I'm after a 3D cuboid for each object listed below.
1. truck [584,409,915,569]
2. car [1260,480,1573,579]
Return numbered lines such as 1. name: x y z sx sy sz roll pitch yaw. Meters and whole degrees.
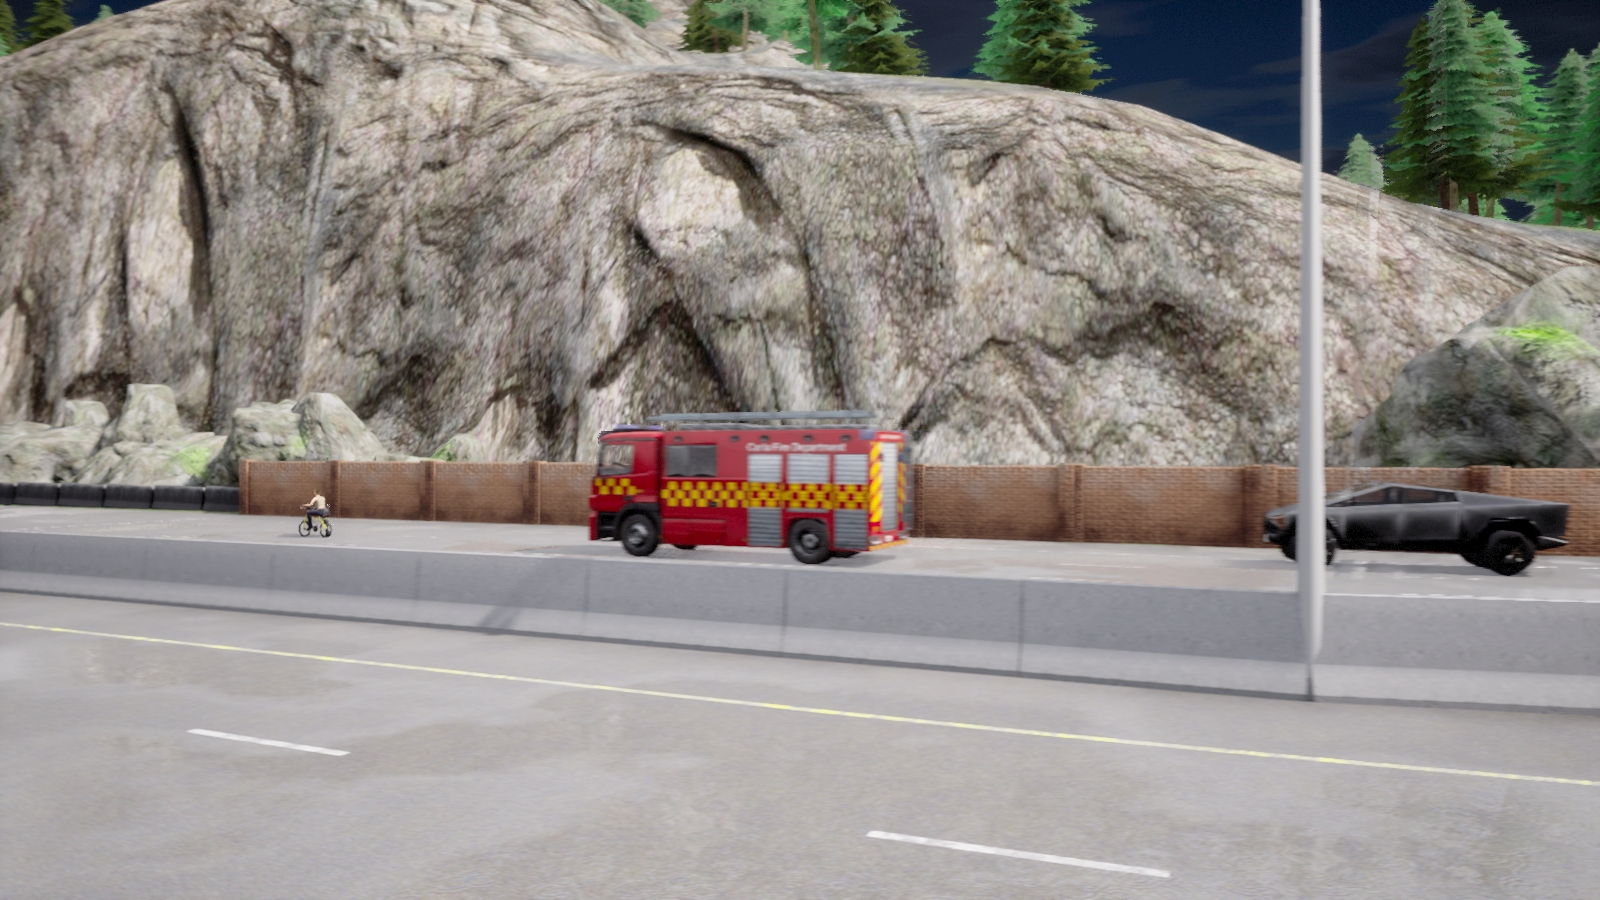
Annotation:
1. truck: -1.422 0.946 30.564 8.468 3.827 2.891 0 0 25
2. car: 14.573 1.824 27.522 6.274 2.098 2.390 0 0 17
